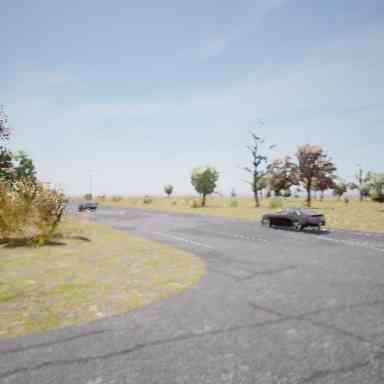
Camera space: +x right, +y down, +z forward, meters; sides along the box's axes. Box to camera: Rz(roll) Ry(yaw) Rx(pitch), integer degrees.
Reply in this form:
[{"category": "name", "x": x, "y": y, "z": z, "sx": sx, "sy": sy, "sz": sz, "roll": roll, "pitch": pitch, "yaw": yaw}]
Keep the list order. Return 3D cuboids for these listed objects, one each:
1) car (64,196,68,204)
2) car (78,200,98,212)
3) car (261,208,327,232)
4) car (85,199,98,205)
[{"category": "car", "x": -34.295, "y": 2.165, "z": 88.757, "sx": 2.150, "sy": 2.045, "sz": 5.566, "roll": 0, "pitch": 0, "yaw": -22}, {"category": "car", "x": -14.798, "y": 2.171, "z": 47.346, "sx": 1.895, "sy": 1.301, "sz": 4.718, "roll": 0, "pitch": 0, "yaw": -29}, {"category": "car", "x": 6.815, "y": 1.810, "z": 22.784, "sx": 2.128, "sy": 1.511, "sz": 4.902, "roll": 0, "pitch": 0, "yaw": -29}, {"category": "car", "x": -23.401, "y": 2.409, "z": 77.565, "sx": 1.895, "sy": 1.301, "sz": 4.718, "roll": 0, "pitch": 0, "yaw": -29}]
